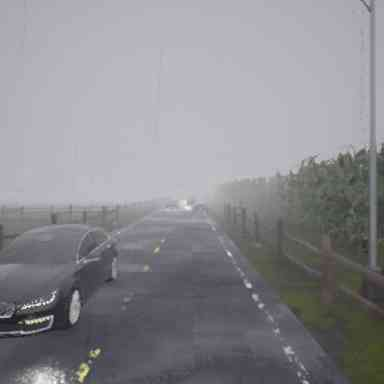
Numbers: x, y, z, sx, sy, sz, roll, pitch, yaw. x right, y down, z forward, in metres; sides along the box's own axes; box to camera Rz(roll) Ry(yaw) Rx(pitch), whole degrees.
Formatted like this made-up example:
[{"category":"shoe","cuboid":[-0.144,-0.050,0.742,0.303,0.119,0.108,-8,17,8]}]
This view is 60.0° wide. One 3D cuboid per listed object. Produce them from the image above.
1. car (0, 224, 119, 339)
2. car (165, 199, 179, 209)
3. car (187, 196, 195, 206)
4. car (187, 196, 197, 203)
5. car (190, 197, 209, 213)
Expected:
[{"category":"car","cuboid":[-2.849,1.522,7.014,1.837,1.490,4.892,0,0,0]},{"category":"car","cuboid":[-2.820,1.683,47.874,2.033,1.411,5.357,0,0,0]},{"category":"car","cuboid":[0.015,1.667,56.706,1.837,1.490,4.892,0,0,0]},{"category":"car","cuboid":[0.021,1.574,71.583,1.994,1.385,4.181,0,0,0]},{"category":"car","cuboid":[0.973,1.633,38.193,1.812,1.442,4.674,0,0,0]}]
